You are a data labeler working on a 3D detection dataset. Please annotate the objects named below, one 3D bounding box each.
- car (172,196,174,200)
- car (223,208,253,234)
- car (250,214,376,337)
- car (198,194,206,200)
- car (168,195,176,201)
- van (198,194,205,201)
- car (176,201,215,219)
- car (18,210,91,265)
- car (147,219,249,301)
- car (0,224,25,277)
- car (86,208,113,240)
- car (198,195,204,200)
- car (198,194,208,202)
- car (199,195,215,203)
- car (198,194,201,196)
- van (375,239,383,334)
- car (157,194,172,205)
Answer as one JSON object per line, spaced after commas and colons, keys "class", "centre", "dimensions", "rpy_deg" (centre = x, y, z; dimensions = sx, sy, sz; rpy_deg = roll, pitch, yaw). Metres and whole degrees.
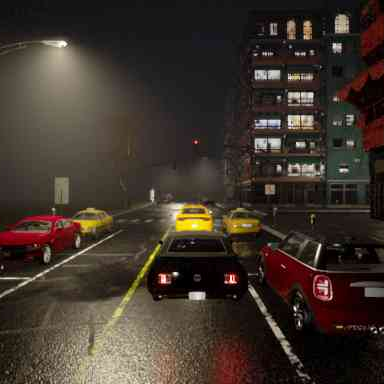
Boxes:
{"class": "car", "centre": [-5.309, 1.334, 66.741], "dimensions": [2.192, 1.841, 5.009], "rpy_deg": [1, 0, 0]}
{"class": "car", "centre": [2.573, 1.530, 17.897], "dimensions": [1.752, 1.417, 4.829], "rpy_deg": [1, 0, 0]}
{"class": "car", "centre": [2.575, 1.442, 6.638], "dimensions": [1.967, 1.590, 4.097], "rpy_deg": [1, 0, 0]}
{"class": "car", "centre": [2.568, 1.599, 61.564], "dimensions": [1.802, 1.307, 4.206], "rpy_deg": [1, 0, 0]}
{"class": "car", "centre": [-5.314, 1.609, 89.357], "dimensions": [1.802, 1.307, 4.206], "rpy_deg": [1, 0, 0]}
{"class": "van", "centre": [2.569, 1.368, 89.869], "dimensions": [1.690, 1.788, 3.998], "rpy_deg": [1, 0, 0]}
{"class": "car", "centre": [0.101, 1.482, 18.397], "dimensions": [1.882, 1.535, 5.008], "rpy_deg": [0, 0, 0]}
{"class": "car", "centre": [-5.307, 1.547, 11.764], "dimensions": [1.887, 1.381, 4.507], "rpy_deg": [1, 0, 0]}
{"class": "car", "centre": [0.100, 1.603, 8.280], "dimensions": [1.895, 1.301, 4.718], "rpy_deg": [0, 0, 0]}
{"class": "car", "centre": [-5.307, 1.552, 6.227], "dimensions": [2.008, 1.369, 4.403], "rpy_deg": [1, 0, 0]}
{"class": "car", "centre": [-5.308, 1.529, 17.130], "dimensions": [1.752, 1.417, 4.829], "rpy_deg": [1, 0, 0]}
{"class": "car", "centre": [2.566, 1.555, 95.700], "dimensions": [1.752, 1.417, 4.829], "rpy_deg": [1, 0, 0]}
{"class": "car", "centre": [2.570, 1.338, 78.547], "dimensions": [2.192, 1.841, 5.009], "rpy_deg": [1, 0, 0]}
{"class": "car", "centre": [2.570, 1.565, 50.242], "dimensions": [2.008, 1.369, 4.403], "rpy_deg": [1, 0, 0]}
{"class": "car", "centre": [2.568, 1.587, 72.886], "dimensions": [1.947, 1.339, 4.313], "rpy_deg": [1, 0, 0]}
{"class": "van", "centre": [2.576, 1.341, 1.093], "dimensions": [1.690, 1.788, 3.998], "rpy_deg": [1, 0, 0]}
{"class": "car", "centre": [-5.310, 1.457, 61.086], "dimensions": [1.967, 1.590, 4.097], "rpy_deg": [1, 0, 0]}
